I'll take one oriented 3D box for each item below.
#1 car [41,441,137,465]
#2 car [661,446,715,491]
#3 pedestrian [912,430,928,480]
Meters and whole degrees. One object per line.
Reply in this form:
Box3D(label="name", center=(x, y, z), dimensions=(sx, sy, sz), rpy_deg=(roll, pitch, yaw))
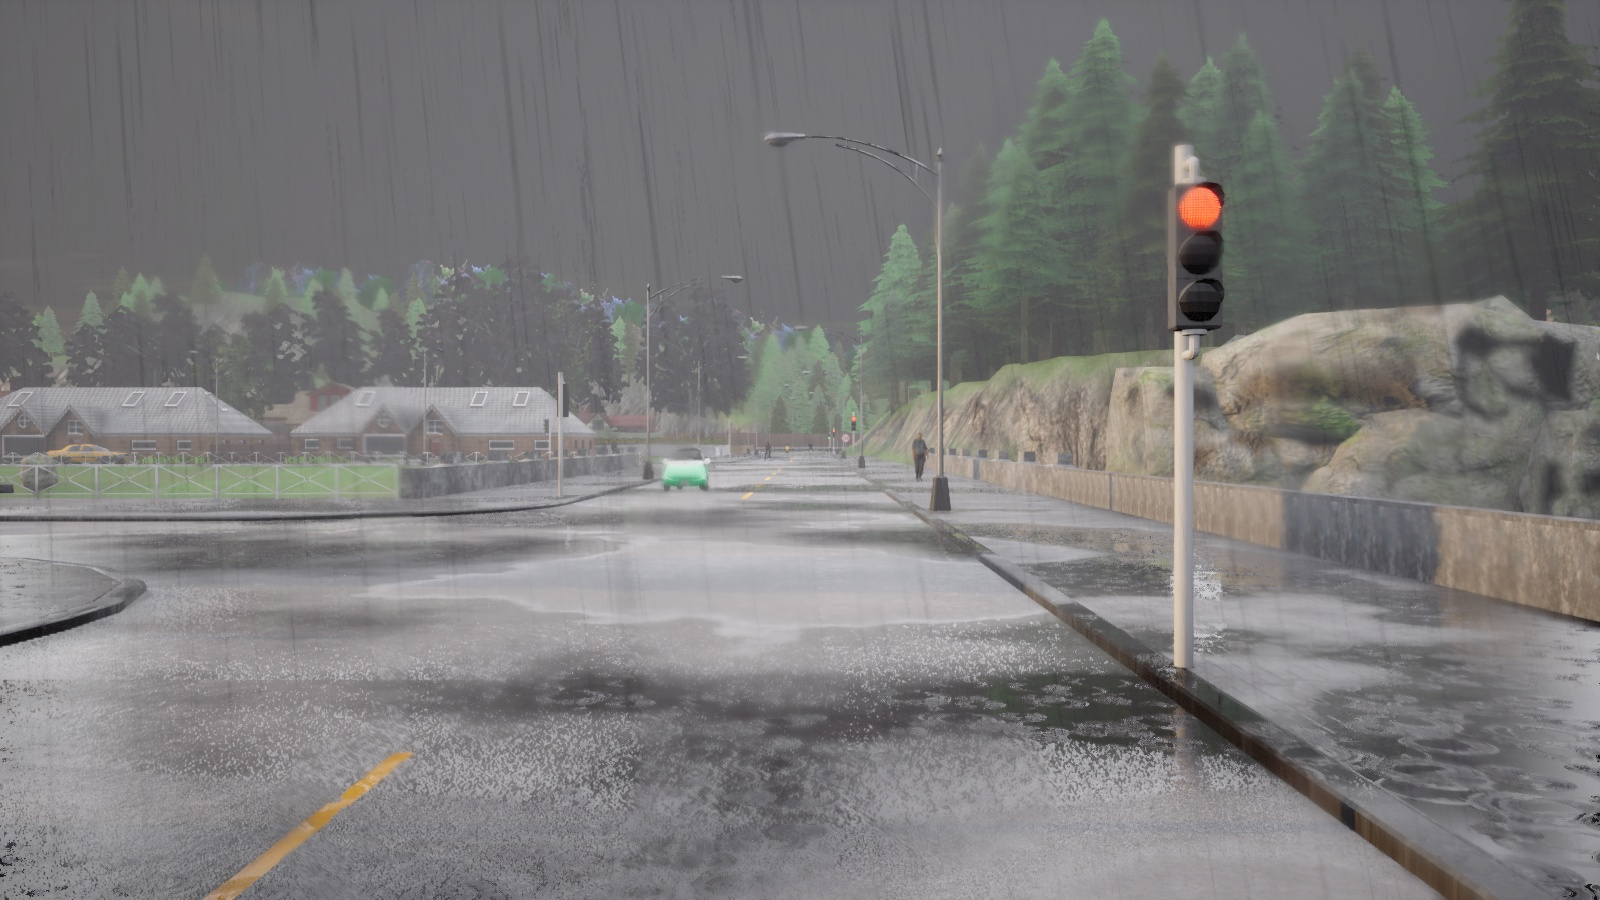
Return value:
Box3D(label="car", center=(-47.520, 0.173, 83.969), dimensions=(5.366, 1.575, 1.801), rpy_deg=(0, 0, 1))
Box3D(label="car", center=(-3.512, 0.575, 39.511), dimensions=(1.481, 1.376, 2.207), rpy_deg=(0, 0, 1))
Box3D(label="pedestrian", center=(4.441, 0.197, 46.613), dimensions=(0.540, 1.848, 0.694), rpy_deg=(0, 0, 2))
